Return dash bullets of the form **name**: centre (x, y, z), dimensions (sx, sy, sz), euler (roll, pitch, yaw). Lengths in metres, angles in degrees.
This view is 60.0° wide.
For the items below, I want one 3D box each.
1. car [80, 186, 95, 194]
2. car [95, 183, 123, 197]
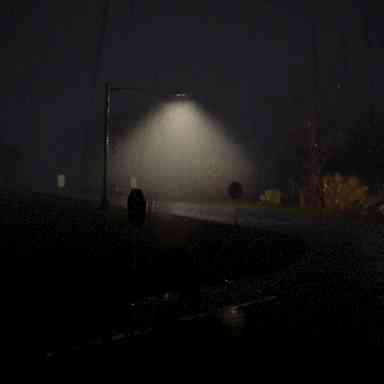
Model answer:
- **car**: centre (-18.428, -0.373, 59.229), dimensions (1.882, 1.535, 5.008), euler (1, 1, -35)
- **car**: centre (-12.392, -0.292, 50.759), dimensions (2.150, 2.045, 5.566), euler (1, 1, -35)
